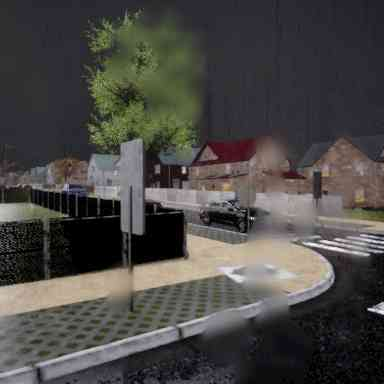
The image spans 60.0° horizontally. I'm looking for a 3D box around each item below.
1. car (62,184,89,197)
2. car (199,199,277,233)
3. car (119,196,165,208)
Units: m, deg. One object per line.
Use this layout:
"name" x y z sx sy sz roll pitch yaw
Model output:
"car" -14.703 -0.019 41.785 2.150 2.045 5.566 0 2 -35
"car" 2.258 1.145 17.413 2.128 1.511 4.902 0 2 -33
"car" -4.079 0.917 26.559 1.895 1.301 4.718 0 2 -35
